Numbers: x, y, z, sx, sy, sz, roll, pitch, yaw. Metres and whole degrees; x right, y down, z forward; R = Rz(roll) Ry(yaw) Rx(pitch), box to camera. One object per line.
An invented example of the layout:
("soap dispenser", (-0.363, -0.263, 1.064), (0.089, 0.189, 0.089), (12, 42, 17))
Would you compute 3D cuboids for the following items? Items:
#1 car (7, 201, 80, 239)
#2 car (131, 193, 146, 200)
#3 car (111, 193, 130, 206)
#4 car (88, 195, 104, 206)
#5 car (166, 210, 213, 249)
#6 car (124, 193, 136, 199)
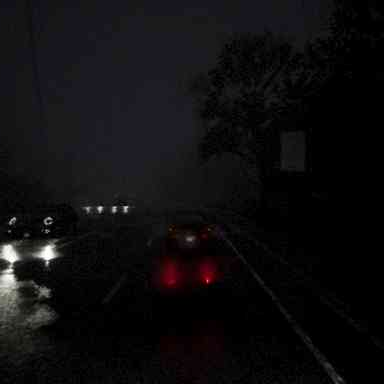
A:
("car", (-7.283, 1.299, 16.772), (2.097, 1.767, 4.553), (0, 0, -2))
("car", (-12.214, 1.140, 78.890), (2.128, 1.511, 4.902), (0, 0, -24))
("car", (-10.415, 1.252, 48.938), (1.882, 1.535, 5.008), (0, 0, -11))
("car", (-13.847, 1.237, 48.247), (1.882, 1.535, 5.008), (0, 0, -11))
("car", (-0.125, 1.507, 14.322), (1.812, 1.442, 4.674), (0, 0, -1))
("car", (-16.498, 1.003, 88.370), (1.994, 1.385, 4.181), (0, 0, -28))
